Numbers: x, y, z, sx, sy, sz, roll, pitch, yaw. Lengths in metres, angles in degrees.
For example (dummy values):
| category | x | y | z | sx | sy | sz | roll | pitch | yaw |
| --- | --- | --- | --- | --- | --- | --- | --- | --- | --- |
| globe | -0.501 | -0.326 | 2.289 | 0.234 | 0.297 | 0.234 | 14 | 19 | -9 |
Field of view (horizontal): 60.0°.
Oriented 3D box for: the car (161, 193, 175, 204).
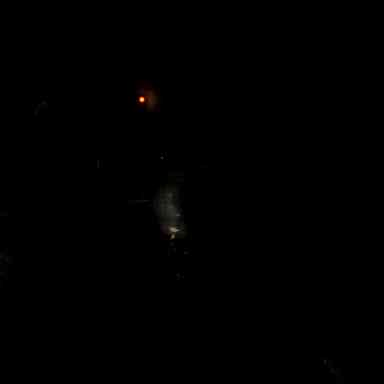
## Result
| category | x | y | z | sx | sy | sz | roll | pitch | yaw |
| --- | --- | --- | --- | --- | --- | --- | --- | --- | --- |
| car | -3.492 | 0.958 | 48.960 | 2.128 | 1.511 | 4.902 | 0 | 2 | 0 |
